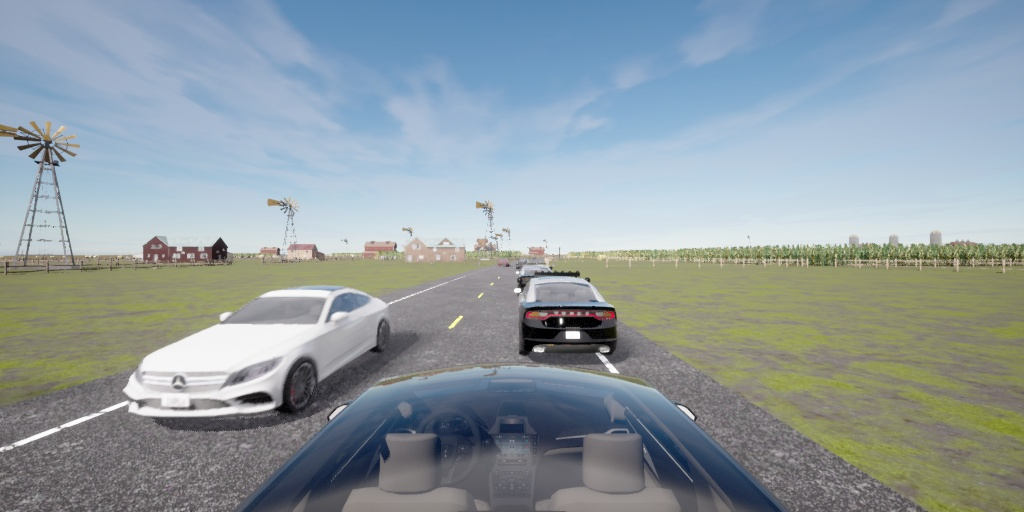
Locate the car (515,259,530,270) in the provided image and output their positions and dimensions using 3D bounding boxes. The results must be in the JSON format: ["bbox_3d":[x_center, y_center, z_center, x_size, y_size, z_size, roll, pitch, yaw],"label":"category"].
[{"bbox_3d":[1.594,1.209,53.944,2.128,1.511,4.902,0,0,4],"label":"car"}]

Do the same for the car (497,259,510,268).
[{"bbox_3d":[-1.414,1.186,62.329,1.882,1.535,5.008,0,0,4],"label":"car"}]

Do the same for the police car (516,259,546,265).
[{"bbox_3d":[1.226,1.173,18.806,1.930,1.638,5.238,0,0,1],"label":"police car"}]

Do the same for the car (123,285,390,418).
[{"bbox_3d":[-3.568,1.276,6.150,1.812,1.442,4.674,0,0,0],"label":"car"}]

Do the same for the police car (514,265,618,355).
[{"bbox_3d":[1.084,1.176,8.837,1.930,1.638,5.238,0,0,1],"label":"police car"}]
